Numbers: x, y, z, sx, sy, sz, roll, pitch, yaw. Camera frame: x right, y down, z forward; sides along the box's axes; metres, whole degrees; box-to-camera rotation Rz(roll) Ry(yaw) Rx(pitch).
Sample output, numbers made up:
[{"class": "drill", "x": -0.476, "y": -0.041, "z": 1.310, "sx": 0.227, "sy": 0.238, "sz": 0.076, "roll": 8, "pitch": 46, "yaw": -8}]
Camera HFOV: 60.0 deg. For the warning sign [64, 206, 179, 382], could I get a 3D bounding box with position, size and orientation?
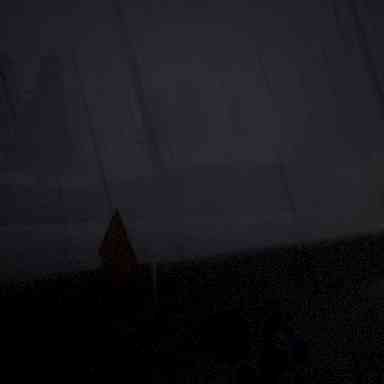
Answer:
[{"class": "warning sign", "x": -0.982, "y": 1.149, "z": 4.467, "sx": 1.060, "sy": 1.860, "sz": 1.300, "roll": 1, "pitch": -1, "yaw": -35}]
